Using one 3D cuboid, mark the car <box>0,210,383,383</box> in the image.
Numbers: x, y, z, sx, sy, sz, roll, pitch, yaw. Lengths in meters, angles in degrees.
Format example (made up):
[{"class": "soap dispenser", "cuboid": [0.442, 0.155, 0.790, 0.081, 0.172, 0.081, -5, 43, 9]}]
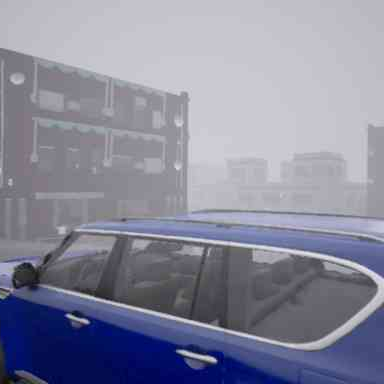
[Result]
[{"class": "car", "cuboid": [-0.222, 1.214, 3.424, 5.566, 2.045, 2.435, 1, 0, 35]}]
